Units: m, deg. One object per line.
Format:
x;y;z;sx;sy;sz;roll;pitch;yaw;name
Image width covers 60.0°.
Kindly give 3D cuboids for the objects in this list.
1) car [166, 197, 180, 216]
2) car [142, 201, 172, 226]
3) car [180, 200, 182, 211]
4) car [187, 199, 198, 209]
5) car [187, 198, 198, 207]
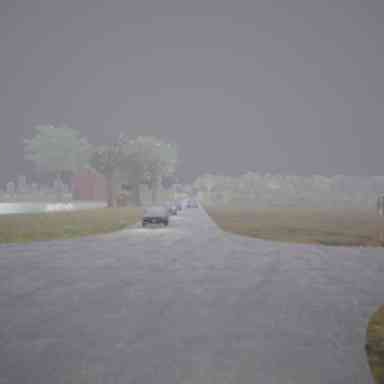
-2.812;1.816;38.880;2.097;1.767;4.553;0;-1;0;car
-2.783;1.796;26.256;1.882;1.535;5.008;0;0;-2;car
-2.782;1.838;52.078;2.150;2.045;5.566;0;-1;0;car
0.047;2.248;58.425;1.994;1.385;4.181;0;-1;0;car
0.055;2.129;68.437;2.097;1.767;4.553;0;-1;0;car
